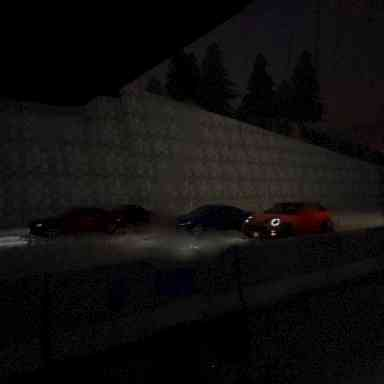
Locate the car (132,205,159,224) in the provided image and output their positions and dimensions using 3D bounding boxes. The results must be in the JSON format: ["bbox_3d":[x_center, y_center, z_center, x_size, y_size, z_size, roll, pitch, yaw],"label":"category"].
[{"bbox_3d":[-4.619,1.531,22.155,4.718,1.301,1.895,0,0,-35],"label":"car"}]

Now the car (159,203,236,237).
[{"bbox_3d":[1.059,1.395,17.590,5.008,1.535,1.882,0,0,-35],"label":"car"}]

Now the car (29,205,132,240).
[{"bbox_3d":[-5.763,1.485,17.049,4.674,1.442,1.812,-1,0,-36],"label":"car"}]

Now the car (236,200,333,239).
[{"bbox_3d":[4.623,1.255,15.816,4.553,1.767,2.097,-1,0,-35],"label":"car"}]
